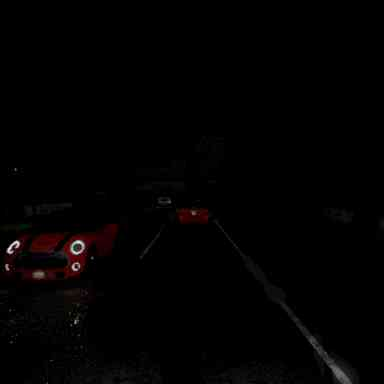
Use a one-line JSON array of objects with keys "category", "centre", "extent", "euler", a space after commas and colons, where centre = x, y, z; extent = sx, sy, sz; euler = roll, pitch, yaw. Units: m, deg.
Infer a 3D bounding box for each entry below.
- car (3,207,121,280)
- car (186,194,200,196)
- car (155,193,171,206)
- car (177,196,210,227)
[{"category": "car", "centre": [-3.597, 1.354, 10.044], "extent": [2.097, 1.767, 4.553], "euler": [0, 0, 0]}, {"category": "car", "centre": [0.082, 1.221, 42.660], "extent": [2.150, 2.045, 5.566], "euler": [0, 0, -1]}, {"category": "car", "centre": [-4.791, 1.224, 54.185], "extent": [2.150, 2.045, 5.566], "euler": [0, 0, -13]}, {"category": "car", "centre": [0.107, 1.353, 22.829], "extent": [2.097, 1.767, 4.553], "euler": [0, 0, 0]}]
